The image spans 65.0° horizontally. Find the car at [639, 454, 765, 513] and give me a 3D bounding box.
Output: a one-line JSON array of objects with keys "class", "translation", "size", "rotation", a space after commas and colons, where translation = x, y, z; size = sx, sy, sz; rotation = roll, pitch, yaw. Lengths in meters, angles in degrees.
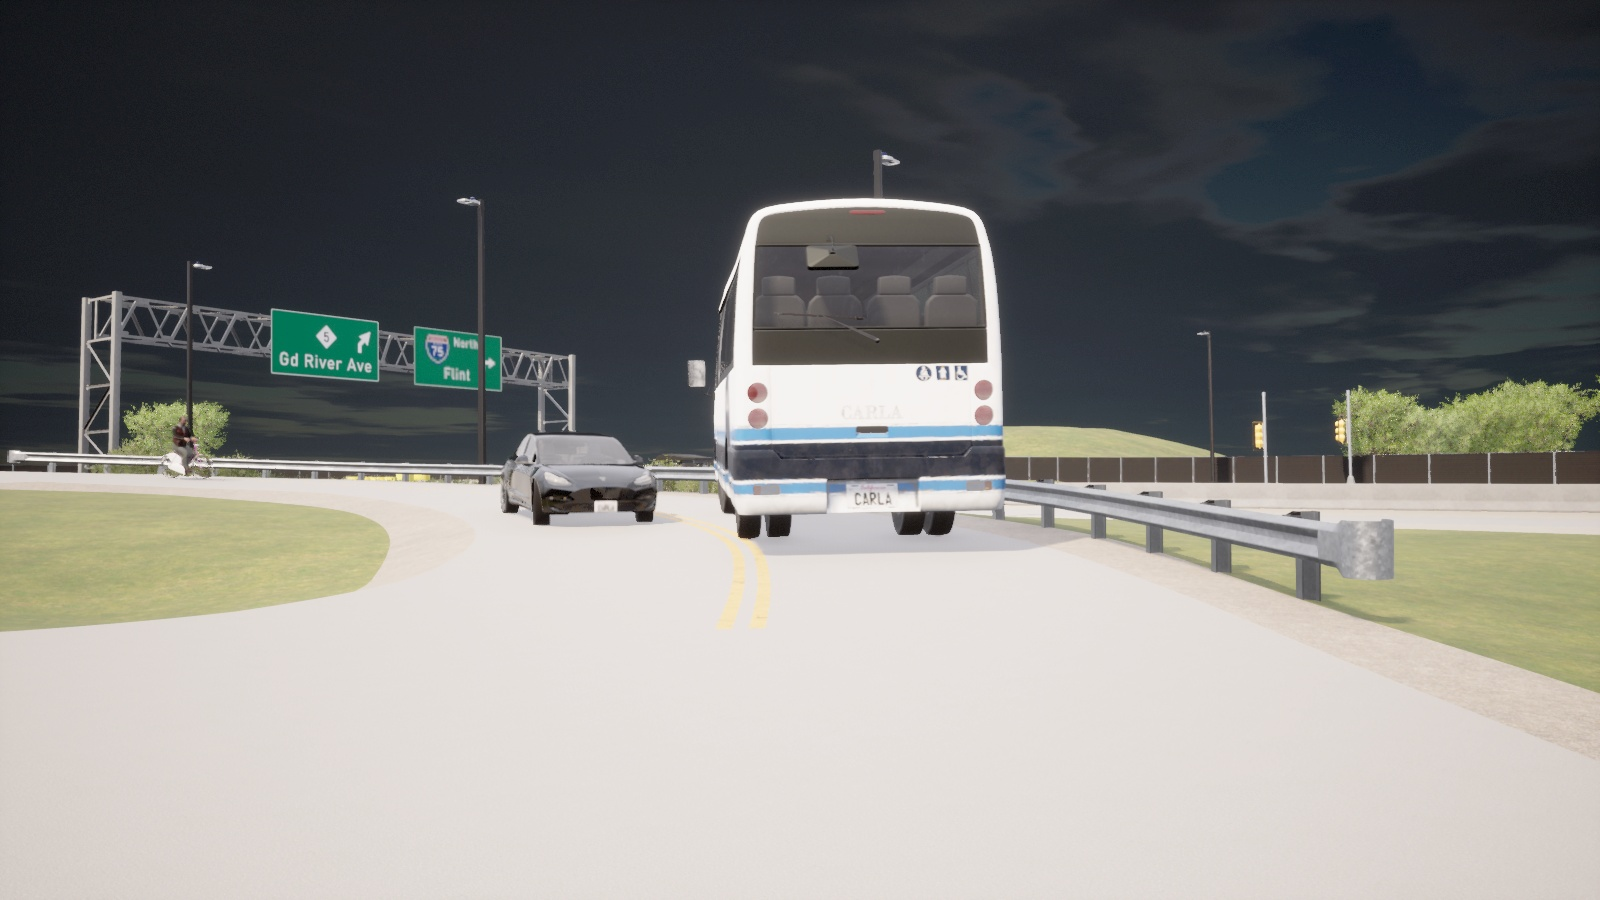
[{"class": "car", "translation": [-3.311, 1.136, 42.183], "size": [3.866, 1.878, 1.905], "rotation": [-2, -2, 35]}]

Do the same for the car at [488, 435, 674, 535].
[{"class": "car", "translation": [-3.899, 0.511, 21.620], "size": [2.163, 1.488, 4.792], "rotation": [-1, 1, -22]}]

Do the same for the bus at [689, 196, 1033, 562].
[{"class": "bus", "translation": [0.309, -0.947, 20.139], "size": [3.944, 4.253, 10.273], "rotation": [-2, 1, -5]}]

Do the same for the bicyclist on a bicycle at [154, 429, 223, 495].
[{"class": "bicyclist on a bicycle", "translation": [-16.826, 0.321, 34.525], "size": [1.843, 1.776, 0.659], "rotation": [0, 0, 23]}]
